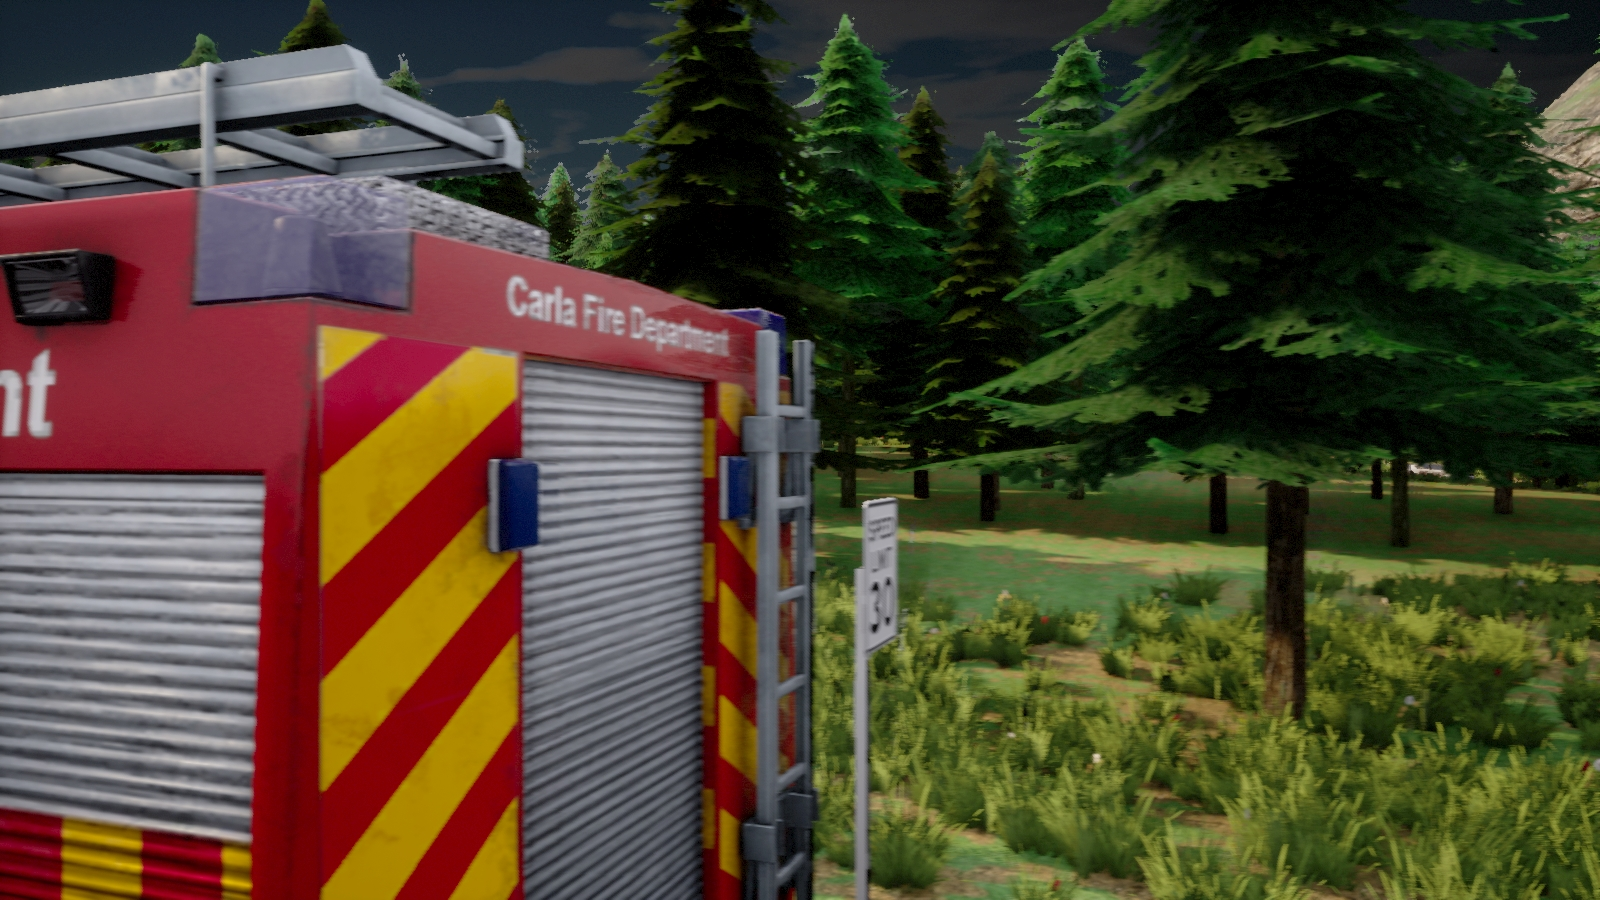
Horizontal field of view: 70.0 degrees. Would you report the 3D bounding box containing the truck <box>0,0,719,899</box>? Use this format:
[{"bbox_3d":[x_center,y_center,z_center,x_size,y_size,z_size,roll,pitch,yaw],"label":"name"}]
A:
[{"bbox_3d":[-4.827,0.750,5.055,8.468,3.827,2.891,0,0,20],"label":"truck"}]
